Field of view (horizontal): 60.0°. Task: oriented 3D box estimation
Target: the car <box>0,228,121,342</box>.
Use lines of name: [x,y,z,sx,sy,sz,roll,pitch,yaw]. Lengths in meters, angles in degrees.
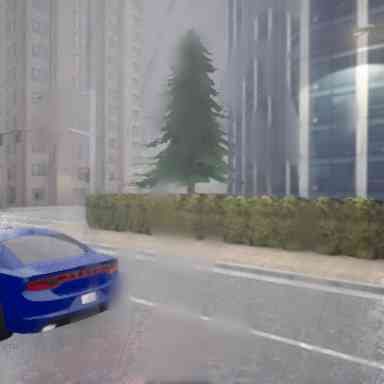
car: [-3.567,1.439,6.491,5.008,1.535,1.882,0,0,36]
